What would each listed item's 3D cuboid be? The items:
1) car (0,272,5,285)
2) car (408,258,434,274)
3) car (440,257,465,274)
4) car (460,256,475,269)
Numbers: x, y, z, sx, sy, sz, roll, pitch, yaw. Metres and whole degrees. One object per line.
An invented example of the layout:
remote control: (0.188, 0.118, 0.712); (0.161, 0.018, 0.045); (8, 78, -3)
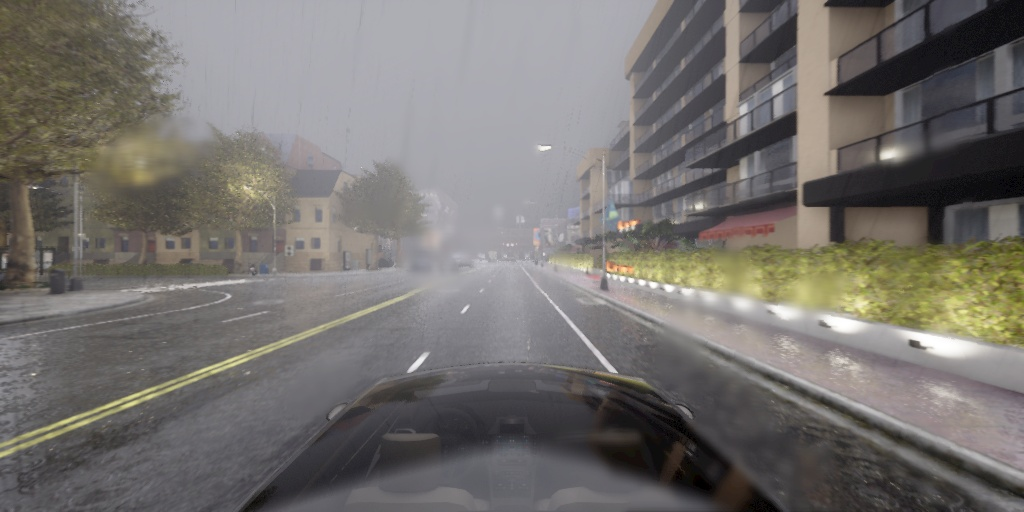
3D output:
car: (-36.928, 1.313, 24.152); (4.181, 1.385, 1.994); (0, 0, 0)
car: (-10.593, 1.102, 41.986); (2.097, 1.767, 4.553); (0, 0, 0)
car: (-7.094, 1.241, 41.600); (2.128, 1.511, 4.902); (0, 0, 0)
car: (-7.065, 1.254, 57.728); (1.837, 1.490, 4.892); (0, 0, 1)
